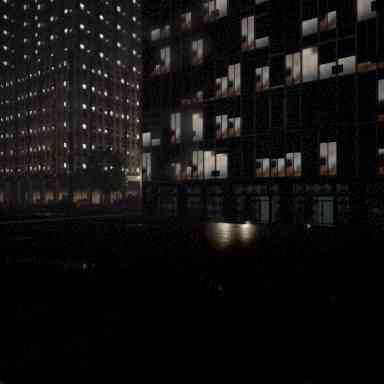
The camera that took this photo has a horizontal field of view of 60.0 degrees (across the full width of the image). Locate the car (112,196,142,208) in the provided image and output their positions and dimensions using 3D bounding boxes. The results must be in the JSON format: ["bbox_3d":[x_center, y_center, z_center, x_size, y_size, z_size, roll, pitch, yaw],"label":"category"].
[{"bbox_3d":[-9.763,1.492,50.714,2.192,1.841,5.009,-1,-1,35],"label":"car"}]

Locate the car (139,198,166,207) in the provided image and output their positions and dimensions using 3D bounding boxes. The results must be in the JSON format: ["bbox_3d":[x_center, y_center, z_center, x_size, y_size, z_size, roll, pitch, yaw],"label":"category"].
[{"bbox_3d":[-6.531,1.762,55.404,1.947,1.339,4.313,0,0,35],"label":"car"}]

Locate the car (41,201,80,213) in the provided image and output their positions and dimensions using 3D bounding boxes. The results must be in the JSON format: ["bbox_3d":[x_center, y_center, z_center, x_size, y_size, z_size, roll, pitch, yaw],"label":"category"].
[{"bbox_3d":[-15.125,1.679,38.350,1.994,1.385,4.181,0,0,35],"label":"car"}]
